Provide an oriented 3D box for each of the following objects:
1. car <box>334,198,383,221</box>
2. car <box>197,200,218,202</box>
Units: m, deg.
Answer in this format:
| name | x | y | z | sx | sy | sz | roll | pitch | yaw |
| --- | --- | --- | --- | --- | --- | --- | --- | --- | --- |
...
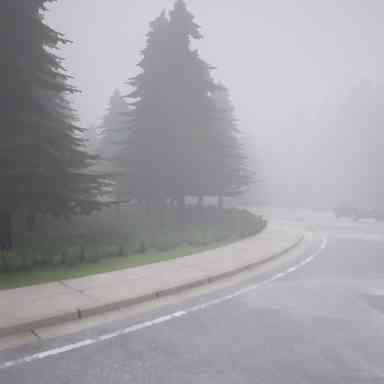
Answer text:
| name | x | y | z | sx | sy | sz | roll | pitch | yaw |
| --- | --- | --- | --- | --- | --- | --- | --- | --- | --- |
| car | 13.329 | 1.366 | 26.984 | 2.097 | 1.767 | 4.553 | 0 | 0 | -1 |
| car | 2.461 | 1.559 | 50.606 | 4.674 | 1.442 | 1.812 | 0 | 0 | 44 |
